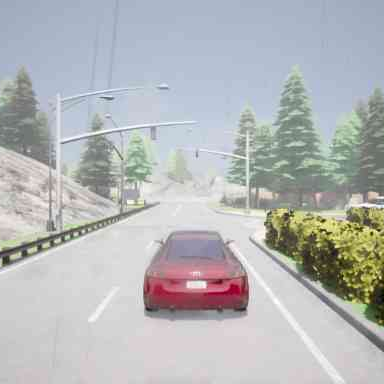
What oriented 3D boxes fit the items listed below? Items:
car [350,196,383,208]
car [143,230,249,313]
[{"bbox_3d":[16.090,1.384,27.836,5.566,2.045,2.150,0,0,0],"label":"car"},{"bbox_3d":[0.070,1.564,7.731,1.994,1.385,4.181,0,0,0],"label":"car"}]
